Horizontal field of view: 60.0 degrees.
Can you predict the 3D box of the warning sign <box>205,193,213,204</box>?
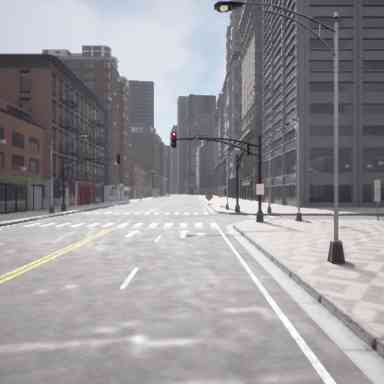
[{"bbox_3d":[2.848,1.097,55.388,1.300,1.860,1.060,0,0,0],"label":"warning sign"}]
